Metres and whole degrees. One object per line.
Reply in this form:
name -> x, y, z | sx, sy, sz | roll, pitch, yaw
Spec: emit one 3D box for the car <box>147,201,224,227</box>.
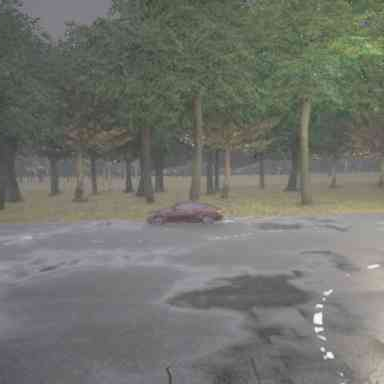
car -> -0.405, 1.293, 20.181 | 4.674, 1.442, 1.812 | -1, 2, -1
